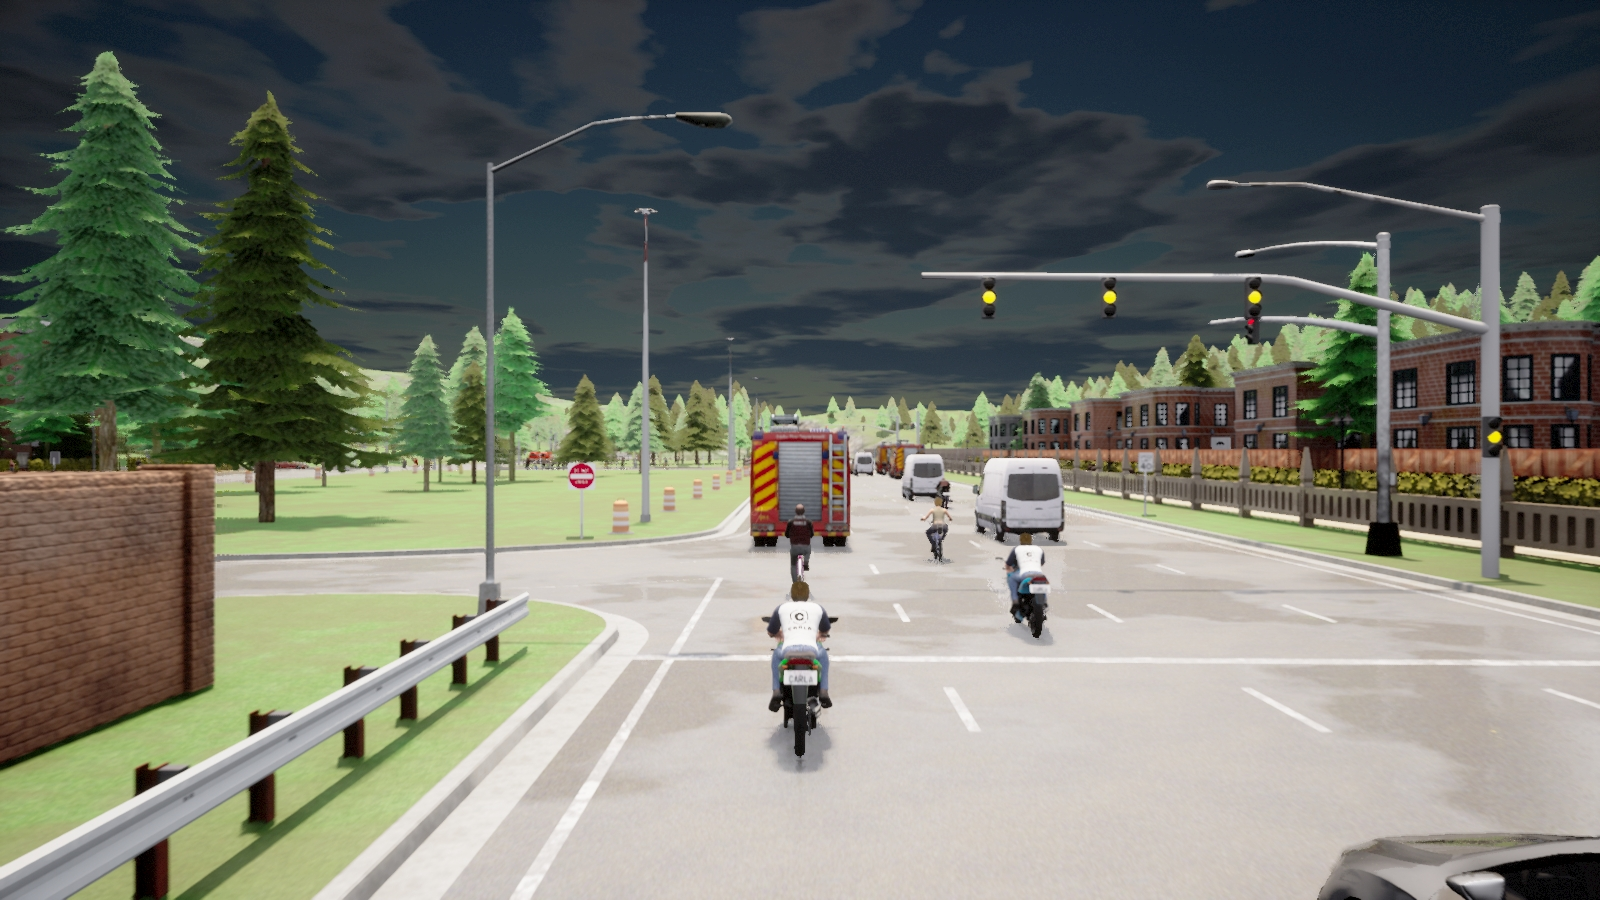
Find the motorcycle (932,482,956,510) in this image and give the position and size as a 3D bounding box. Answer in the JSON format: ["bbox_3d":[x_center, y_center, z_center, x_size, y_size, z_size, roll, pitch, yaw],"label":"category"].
[{"bbox_3d":[7.000,2.226,55.623,0.867,1.251,2.209,0,0,0],"label":"motorcycle"}]

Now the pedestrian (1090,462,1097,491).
[{"bbox_3d":[19.100,1.725,74.377,0.375,1.860,0.375,0,0,0],"label":"pedestrian"}]

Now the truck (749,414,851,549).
[{"bbox_3d":[-0.004,0.905,36.681,2.891,3.827,8.468,0,0,0],"label":"truck"}]

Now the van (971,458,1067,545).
[{"bbox_3d":[6.997,1.549,37.142,1.988,2.561,5.915,0,0,0],"label":"van"}]

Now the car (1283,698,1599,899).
[{"bbox_3d":[3.500,2.068,4.032,1.816,1.474,4.193,0,0,0],"label":"car"}]

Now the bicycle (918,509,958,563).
[{"bbox_3d":[3.501,2.169,29.089,0.859,1.277,1.487,0,0,0],"label":"bicycle"}]

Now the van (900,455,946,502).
[{"bbox_3d":[6.996,1.559,65.503,1.988,2.561,5.915,0,0,0],"label":"van"}]

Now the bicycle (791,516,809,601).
[{"bbox_3d":[-0.006,2.069,22.147,0.329,1.471,1.835,0,0,0],"label":"bicycle"}]

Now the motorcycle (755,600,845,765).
[{"bbox_3d":[0.000,2.191,11.129,0.803,1.199,2.033,0,0,0],"label":"motorcycle"}]

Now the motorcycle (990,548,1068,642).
[{"bbox_3d":[3.500,2.193,17.651,0.803,1.199,2.033,0,0,0],"label":"motorcycle"}]

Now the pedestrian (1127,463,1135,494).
[{"bbox_3d":[20.239,1.725,69.864,0.375,1.860,0.375,0,0,0],"label":"pedestrian"}]
